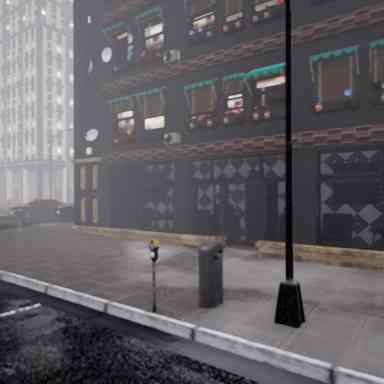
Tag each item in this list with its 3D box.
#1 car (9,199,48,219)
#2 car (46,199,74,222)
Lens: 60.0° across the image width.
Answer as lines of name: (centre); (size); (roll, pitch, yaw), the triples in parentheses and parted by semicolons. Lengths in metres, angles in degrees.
car: (-11.943, 1.280, 26.351); (1.812, 1.442, 4.674); (0, 1, 35)
car: (-7.305, 1.293, 22.860); (1.947, 1.339, 4.313); (1, 1, 35)
